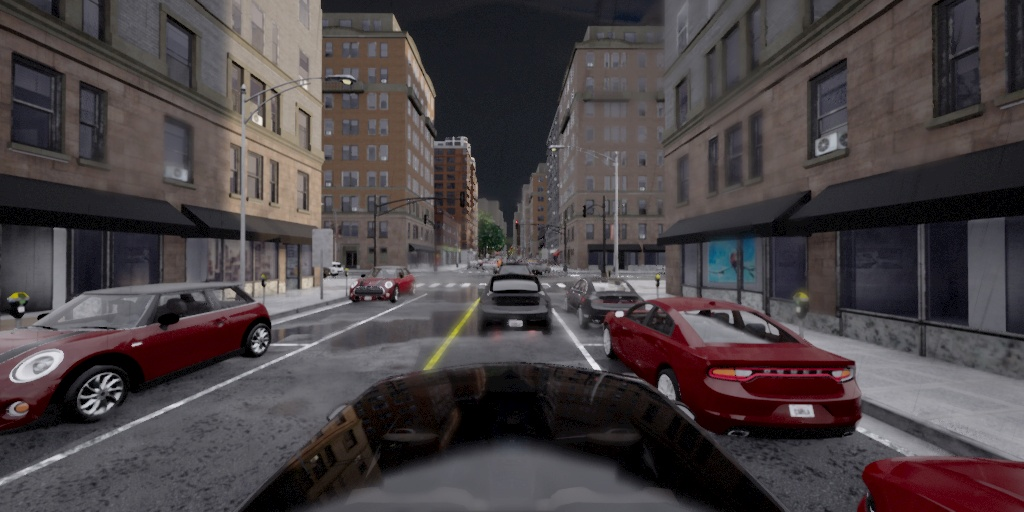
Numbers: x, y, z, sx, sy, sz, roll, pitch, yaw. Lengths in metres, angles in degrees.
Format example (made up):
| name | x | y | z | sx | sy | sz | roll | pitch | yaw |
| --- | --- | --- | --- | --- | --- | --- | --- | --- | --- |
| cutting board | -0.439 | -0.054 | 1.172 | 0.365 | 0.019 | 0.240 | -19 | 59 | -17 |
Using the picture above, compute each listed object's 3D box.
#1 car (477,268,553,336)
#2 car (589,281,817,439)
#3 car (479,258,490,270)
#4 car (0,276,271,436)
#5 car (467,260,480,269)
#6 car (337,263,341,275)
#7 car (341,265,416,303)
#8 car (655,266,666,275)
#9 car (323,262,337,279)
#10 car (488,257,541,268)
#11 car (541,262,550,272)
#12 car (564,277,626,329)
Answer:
| name | x | y | z | sx | sy | sz | roll | pitch | yaw |
| --- | --- | --- | --- | --- | --- | --- | --- | --- | --- |
| car | 0.058 | 1.254 | 10.373 | 1.837 | 1.490 | 4.892 | 0 | 0 | -1 |
| car | 2.675 | 1.294 | 5.540 | 1.888 | 1.381 | 4.507 | 0 | 0 | 0 |
| car | -3.123 | 1.372 | 50.908 | 1.895 | 1.301 | 4.718 | 0 | 0 | 0 |
| car | -5.851 | 1.189 | 5.546 | 1.967 | 1.591 | 4.097 | 0 | 0 | 0 |
| car | -5.908 | 1.326 | 54.894 | 2.007 | 1.370 | 4.403 | 0 | 0 | 0 |
| car | -18.365 | 0.883 | 32.555 | 5.566 | 2.045 | 2.150 | 0 | 0 | -1 |
| car | -5.834 | 1.189 | 16.533 | 1.967 | 1.591 | 4.097 | 0 | 0 | 0 |
| car | 18.168 | 1.400 | 39.409 | 4.674 | 1.442 | 1.812 | 0 | 0 | 0 |
| car | -17.475 | 1.117 | 29.312 | 5.008 | 1.535 | 1.882 | 0 | 0 | -2 |
| car | 0.121 | 1.102 | 17.870 | 2.097 | 1.767 | 4.553 | 0 | 0 | 0 |
| car | 1.325 | 1.223 | 32.702 | 4.902 | 1.511 | 2.128 | 0 | -1 | -39 |
| car | 2.683 | 1.300 | 11.032 | 2.007 | 1.370 | 4.403 | 0 | 0 | 0 |
